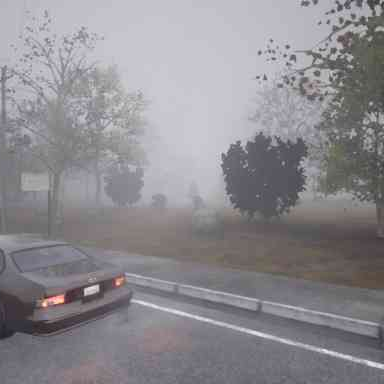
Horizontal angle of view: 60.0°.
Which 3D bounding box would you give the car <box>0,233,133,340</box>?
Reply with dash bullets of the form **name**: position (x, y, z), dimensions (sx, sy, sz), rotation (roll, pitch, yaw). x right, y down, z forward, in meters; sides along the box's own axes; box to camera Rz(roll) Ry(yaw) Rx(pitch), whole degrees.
- **car**: position (-3.579, 1.547, 6.535), dimensions (5.357, 1.411, 2.033), rotation (0, 0, 35)
